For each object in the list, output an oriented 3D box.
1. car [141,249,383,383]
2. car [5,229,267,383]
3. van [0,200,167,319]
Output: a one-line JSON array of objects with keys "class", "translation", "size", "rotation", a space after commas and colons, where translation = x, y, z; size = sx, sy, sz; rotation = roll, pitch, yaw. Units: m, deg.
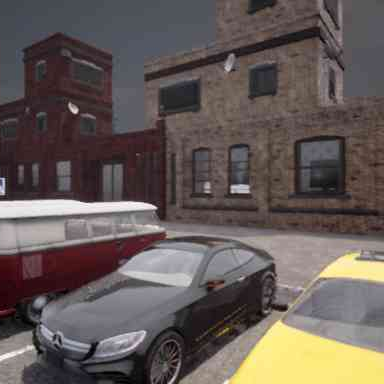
[{"class": "car", "translation": [2.049, 1.476, 3.665], "size": [1.946, 1.575, 5.366], "rotation": [0, 0, 35]}, {"class": "car", "translation": [-0.107, 1.510, 5.430], "size": [2.002, 1.452, 4.674], "rotation": [0, 0, 35]}, {"class": "van", "translation": [-2.305, 1.234, 7.134], "size": [1.878, 1.987, 4.442], "rotation": [0, 0, 35]}]
